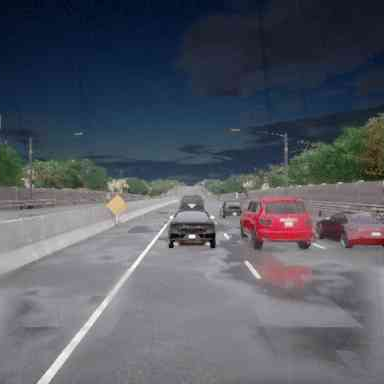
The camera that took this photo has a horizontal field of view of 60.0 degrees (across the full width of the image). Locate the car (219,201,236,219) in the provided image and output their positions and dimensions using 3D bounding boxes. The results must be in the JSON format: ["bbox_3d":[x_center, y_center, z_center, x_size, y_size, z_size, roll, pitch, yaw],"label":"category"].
[{"bbox_3d":[3.500,1.558,29.659,1.837,1.490,4.892,0,0,0],"label":"car"}]

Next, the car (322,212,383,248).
[{"bbox_3d":[7.000,1.572,14.654,1.994,1.385,4.181,0,0,0],"label":"car"}]

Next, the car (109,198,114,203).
[{"bbox_3d":[-17.499,2.054,75.958,1.895,1.301,4.718,0,-1,0],"label":"car"}]

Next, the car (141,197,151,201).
[{"bbox_3d":[-10.499,1.984,75.989,2.128,1.511,4.902,0,-1,0],"label":"car"}]

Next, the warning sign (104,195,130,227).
[{"bbox_3d":[-4.533,1.120,20.141,1.300,1.860,1.060,1,1,0],"label":"warning sign"}]

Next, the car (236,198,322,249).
[{"bbox_3d":[3.500,1.258,14.683,2.150,2.045,5.566,0,0,0],"label":"car"}]

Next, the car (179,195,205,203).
[{"bbox_3d":[0.000,1.300,29.690,2.150,2.045,5.566,0,0,0],"label":"car"}]

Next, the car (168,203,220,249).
[{"bbox_3d":[0.000,1.485,14.654,1.882,1.535,5.008,0,0,0],"label":"car"}]

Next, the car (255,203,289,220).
[{"bbox_3d":[7.000,1.658,29.689,1.895,1.301,4.718,0,0,0],"label":"car"}]

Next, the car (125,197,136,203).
[{"bbox_3d":[-13.999,1.959,75.990,1.837,1.490,4.892,0,-1,0],"label":"car"}]
